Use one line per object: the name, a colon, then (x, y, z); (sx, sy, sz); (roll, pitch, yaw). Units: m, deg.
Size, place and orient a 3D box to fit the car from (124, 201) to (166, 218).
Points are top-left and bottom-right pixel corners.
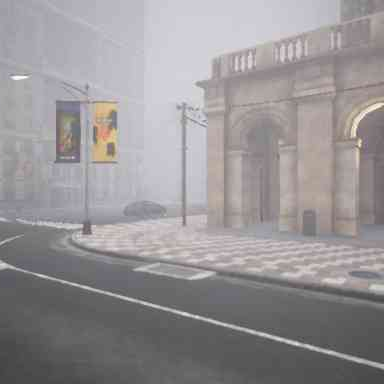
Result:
car: (-4.263, 1.493, 30.573); (1.994, 1.385, 4.181); (0, 0, 35)
